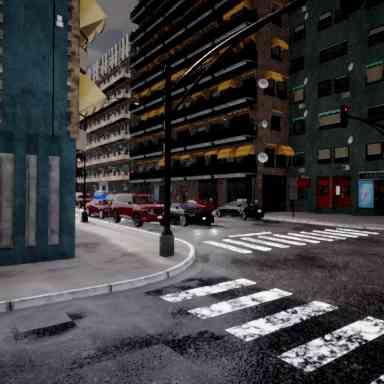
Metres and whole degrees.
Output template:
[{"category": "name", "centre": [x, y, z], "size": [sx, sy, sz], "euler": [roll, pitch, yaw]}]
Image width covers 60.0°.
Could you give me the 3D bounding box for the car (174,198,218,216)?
[{"category": "car", "centre": [0.292, 1.288, 29.704], "size": [1.802, 1.307, 4.206], "euler": [2, 0, -36]}]

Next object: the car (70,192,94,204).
[{"category": "car", "centre": [-15.663, 0.823, 47.200], "size": [1.882, 1.535, 5.008], "euler": [1, 0, -36]}]

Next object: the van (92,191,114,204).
[{"category": "van", "centre": [-12.780, 0.726, 47.745], "size": [1.690, 1.788, 3.998], "euler": [2, 0, -36]}]

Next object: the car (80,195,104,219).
[{"category": "car", "centre": [-6.515, 1.183, 24.817], "size": [1.887, 1.381, 4.507], "euler": [2, 0, -36]}]

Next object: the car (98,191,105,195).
[{"category": "car", "centre": [-6.048, 0.971, 28.573], "size": [2.097, 1.767, 4.553], "euler": [1, 0, -36]}]

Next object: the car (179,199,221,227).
[{"category": "car", "centre": [-0.460, 1.321, 20.855], "size": [1.994, 1.385, 4.181], "euler": [1, 0, -36]}]

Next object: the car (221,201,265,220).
[{"category": "car", "centre": [3.562, 1.353, 25.194], "size": [1.947, 1.339, 4.313], "euler": [2, 0, -36]}]

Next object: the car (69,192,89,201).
[{"category": "car", "centre": [-19.323, 0.769, 56.764], "size": [1.887, 1.381, 4.507], "euler": [2, 0, -36]}]

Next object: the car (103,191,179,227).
[{"category": "car", "centre": [-3.238, 1.034, 20.307], "size": [2.192, 1.841, 5.009], "euler": [2, 0, -36]}]

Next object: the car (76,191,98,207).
[{"category": "car", "centre": [-12.086, 0.948, 36.918], "size": [1.882, 1.535, 5.008], "euler": [1, 0, -36]}]
